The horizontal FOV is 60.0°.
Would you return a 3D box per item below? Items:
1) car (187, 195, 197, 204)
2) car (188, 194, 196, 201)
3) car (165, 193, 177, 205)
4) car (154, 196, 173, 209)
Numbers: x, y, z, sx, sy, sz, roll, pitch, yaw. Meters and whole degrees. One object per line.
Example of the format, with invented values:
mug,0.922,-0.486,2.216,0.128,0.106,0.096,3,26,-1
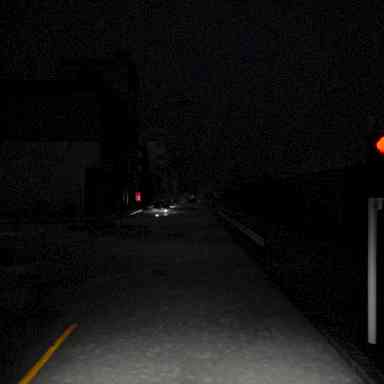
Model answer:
car,0.051,1.491,66.268,2.128,1.511,4.902,0,0,0
car,0.057,1.310,76.688,1.882,1.535,5.008,0,0,0
car,-4.042,1.352,55.416,2.097,1.767,4.553,0,0,0
car,-4.058,1.564,45.686,1.994,1.385,4.181,0,0,0
